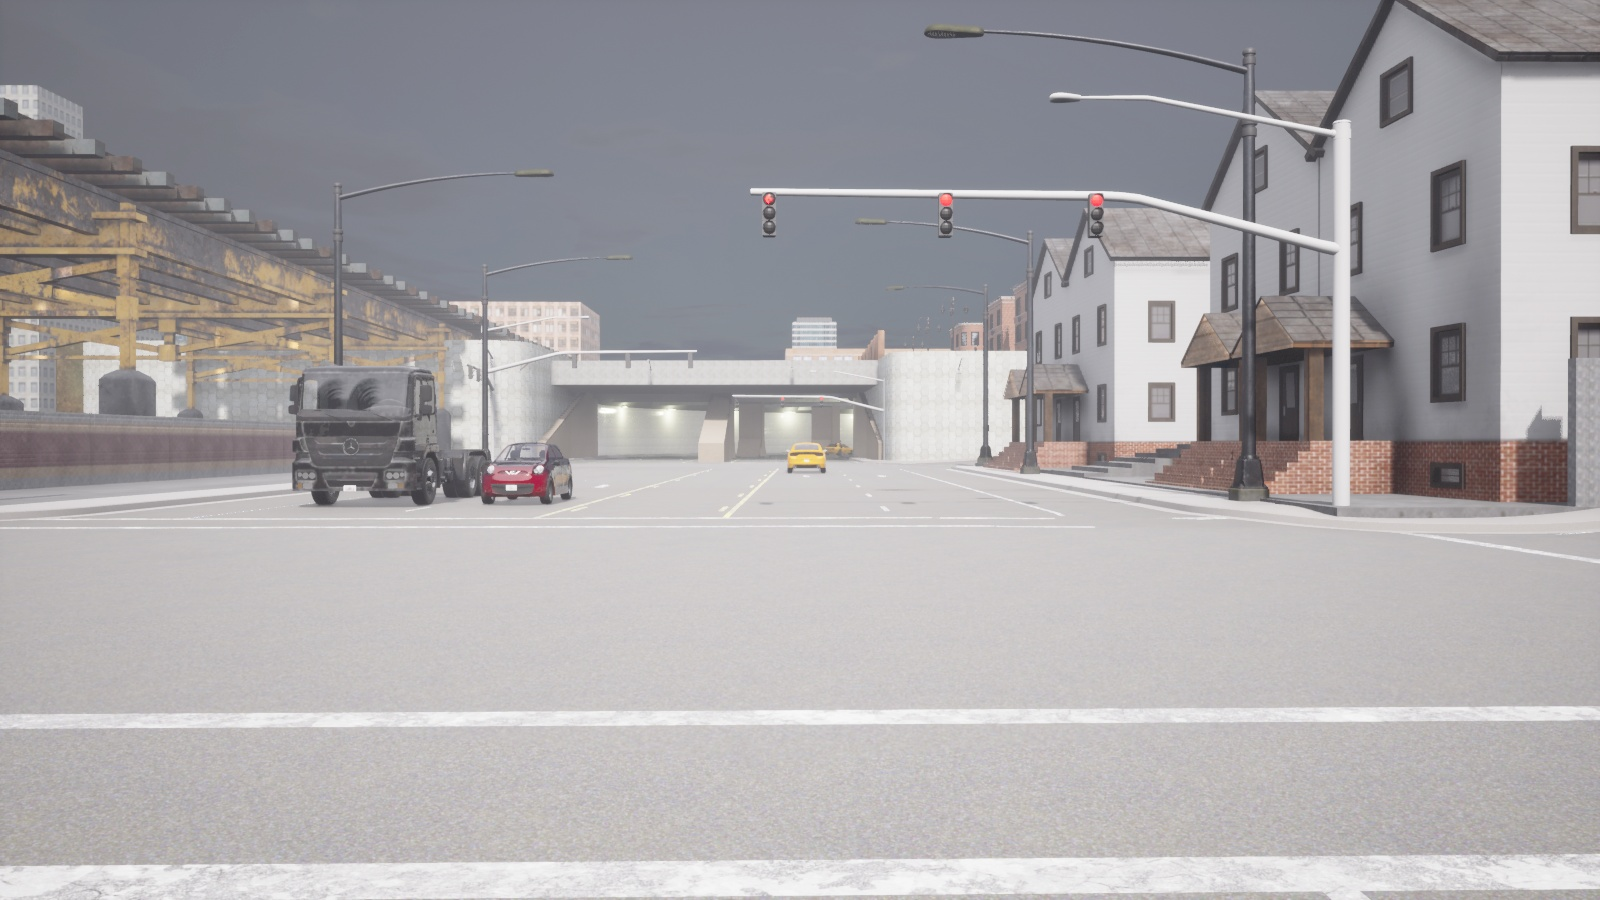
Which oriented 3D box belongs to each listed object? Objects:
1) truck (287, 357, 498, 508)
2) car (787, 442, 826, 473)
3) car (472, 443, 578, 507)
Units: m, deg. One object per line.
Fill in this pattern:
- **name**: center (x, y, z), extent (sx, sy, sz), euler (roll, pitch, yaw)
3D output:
- **truck**: center (-10.319, -0.429, 32.822), extent (2.891, 3.462, 7.936), euler (0, 0, 0)
- **car**: center (0.338, 0.362, 64.154), extent (1.882, 1.535, 5.008), euler (0, 0, 0)
- **car**: center (-6.827, 0.577, 31.538), extent (1.845, 1.501, 3.633), euler (0, 0, 0)
